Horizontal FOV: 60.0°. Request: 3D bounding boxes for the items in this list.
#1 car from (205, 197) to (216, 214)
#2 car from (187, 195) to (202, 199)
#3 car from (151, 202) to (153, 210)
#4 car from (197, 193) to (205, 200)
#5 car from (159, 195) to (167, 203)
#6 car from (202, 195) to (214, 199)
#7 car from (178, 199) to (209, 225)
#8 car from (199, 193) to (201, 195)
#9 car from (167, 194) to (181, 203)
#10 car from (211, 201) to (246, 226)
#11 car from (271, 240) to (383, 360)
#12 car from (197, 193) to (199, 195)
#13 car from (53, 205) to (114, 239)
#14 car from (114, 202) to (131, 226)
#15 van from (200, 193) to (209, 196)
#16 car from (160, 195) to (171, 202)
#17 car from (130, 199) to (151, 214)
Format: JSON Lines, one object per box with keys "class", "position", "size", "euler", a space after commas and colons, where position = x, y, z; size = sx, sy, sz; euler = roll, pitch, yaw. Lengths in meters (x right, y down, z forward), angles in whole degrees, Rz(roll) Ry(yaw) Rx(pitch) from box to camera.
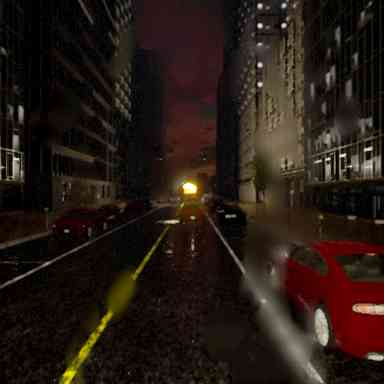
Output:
{"class": "car", "position": [2.615, 1.537, 34.493], "size": [1.947, 1.339, 4.313], "euler": [0, 0, 0]}
{"class": "car", "position": [0.008, 1.466, 41.212], "size": [1.837, 1.490, 4.892], "euler": [0, 0, 0]}
{"class": "car", "position": [-5.778, 1.529, 40.175], "size": [1.947, 1.339, 4.313], "euler": [0, 0, 0]}
{"class": "car", "position": [2.491, 1.181, 91.415], "size": [2.192, 1.841, 5.009], "euler": [0, 0, 0]}
{"class": "car", "position": [-5.841, 1.441, 68.468], "size": [1.752, 1.417, 4.829], "euler": [0, 0, 0]}
{"class": "car", "position": [2.590, 1.522, 45.877], "size": [1.947, 1.339, 4.313], "euler": [0, 0, 0]}
{"class": "car", "position": [0.045, 1.508, 23.918], "size": [1.812, 1.442, 4.674], "euler": [0, 0, 0]}
{"class": "car", "position": [2.565, 1.378, 57.262], "size": [1.967, 1.590, 4.097], "euler": [0, 0, 0]}
{"class": "car", "position": [-3.162, 1.273, 65.421], "size": [2.097, 1.767, 4.553], "euler": [0, 0, 0]}
{"class": "car", "position": [2.640, 1.550, 23.109], "size": [1.947, 1.339, 4.313], "euler": [0, 0, 0]}
{"class": "car", "position": [2.678, 1.543, 6.032], "size": [1.887, 1.381, 4.507], "euler": [0, 0, 0]}
{"class": "car", "position": [2.516, 1.207, 80.030], "size": [2.192, 1.841, 5.009], "euler": [0, 0, 0]}
{"class": "car", "position": [-5.728, 1.533, 17.404], "size": [1.887, 1.381, 4.507], "euler": [0, 0, 0]}
{"class": "car", "position": [-5.740, 1.565, 23.098], "size": [1.802, 1.307, 4.206], "euler": [0, 0, 0]}
{"class": "van", "position": [2.578, 1.289, 51.571], "size": [1.690, 1.788, 3.998], "euler": [0, 0, 0]}
{"class": "car", "position": [-5.854, 1.454, 74.332], "size": [2.008, 1.369, 4.403], "euler": [0, 0, 0]}
{"class": "car", "position": [-5.765, 1.515, 34.483], "size": [1.887, 1.381, 4.507], "euler": [0, 0, 0]}
